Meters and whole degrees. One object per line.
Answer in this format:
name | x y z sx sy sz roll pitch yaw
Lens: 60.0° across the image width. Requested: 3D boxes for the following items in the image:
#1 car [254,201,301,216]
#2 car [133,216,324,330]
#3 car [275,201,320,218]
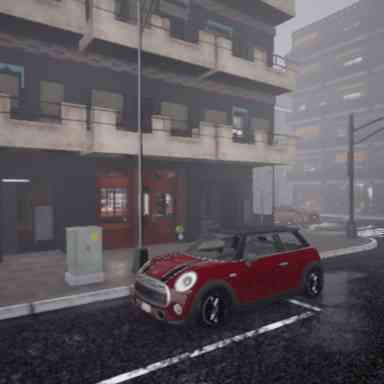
car | 8.817 1.638 34.610 2.008 1.369 4.403 -1 0 -36
car | 0.842 1.461 6.870 4.097 1.590 1.967 0 -1 -35
car | 7.996 1.694 26.530 1.994 1.385 4.181 -1 0 -36
